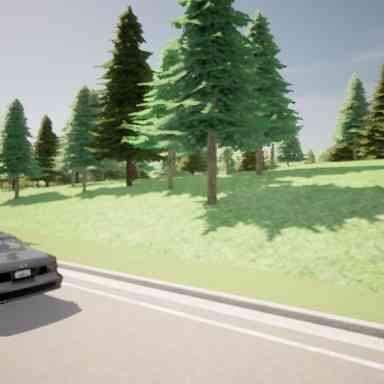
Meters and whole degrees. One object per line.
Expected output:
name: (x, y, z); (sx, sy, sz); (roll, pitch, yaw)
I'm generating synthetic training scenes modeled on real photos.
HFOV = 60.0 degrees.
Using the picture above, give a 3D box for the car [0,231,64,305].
car: (-5.207, 1.592, 7.694); (5.357, 1.411, 2.033); (0, 0, 36)
